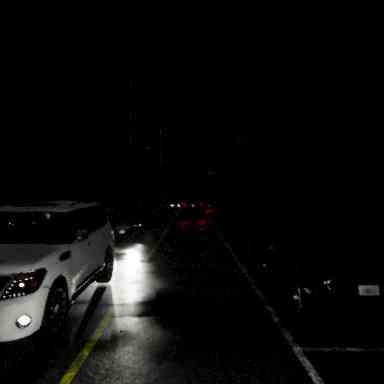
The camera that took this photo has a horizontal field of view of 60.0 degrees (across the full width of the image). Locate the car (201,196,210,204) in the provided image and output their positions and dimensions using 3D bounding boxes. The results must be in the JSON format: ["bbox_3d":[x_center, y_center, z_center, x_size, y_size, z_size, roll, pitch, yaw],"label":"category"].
[{"bbox_3d":[2.733,1.584,67.456,1.752,1.417,4.829,0,0,0],"label":"car"}]

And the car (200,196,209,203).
[{"bbox_3d":[2.730,1.631,72.742,1.947,1.339,4.313,0,0,0],"label":"car"}]

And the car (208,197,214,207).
[{"bbox_3d":[2.750,1.460,29.090,1.967,1.590,4.097,0,0,0],"label":"car"}]

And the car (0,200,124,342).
[{"bbox_3d":[-3.102,1.226,6.821,2.150,2.045,5.566,0,0,0],"label":"car"}]

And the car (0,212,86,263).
[{"bbox_3d":[-5.768,1.559,12.709,2.008,1.369,4.403,0,0,0],"label":"car"}]

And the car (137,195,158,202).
[{"bbox_3d":[-5.780,1.342,39.995,2.192,1.841,5.009,0,0,0],"label":"car"}]

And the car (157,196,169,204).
[{"bbox_3d":[-5.792,1.609,67.280,2.008,1.369,4.403,0,0,0],"label":"car"}]

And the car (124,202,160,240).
[{"bbox_3d":[-3.097,1.503,17.264,2.128,1.511,4.902,0,0,0],"label":"car"}]

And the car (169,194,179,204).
[{"bbox_3d":[-3.044,1.601,63.560,2.033,1.411,5.357,0,0,0],"label":"car"}]

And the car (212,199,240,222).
[{"bbox_3d":[2.752,1.456,23.634,1.967,1.590,4.097,0,0,0],"label":"car"}]

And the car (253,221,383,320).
[{"bbox_3d":[2.759,1.571,7.264,1.947,1.339,4.313,0,0,0],"label":"car"}]

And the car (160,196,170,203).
[{"bbox_3d":[-5.795,1.610,72.737,1.887,1.381,4.507,0,0,0],"label":"car"}]

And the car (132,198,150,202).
[{"bbox_3d":[-5.778,1.605,34.538,1.802,1.307,4.206,0,0,0],"label":"car"}]

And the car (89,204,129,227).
[{"bbox_3d":[-5.773,1.598,23.623,1.802,1.307,4.206,0,0,0],"label":"car"}]

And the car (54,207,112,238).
[{"bbox_3d":[-5.771,1.594,18.166,1.802,1.307,4.206,0,0,0],"label":"car"}]

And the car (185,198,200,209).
[{"bbox_3d":[0.080,1.598,46.873,1.994,1.385,4.181,0,0,0],"label":"car"}]

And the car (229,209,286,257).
[{"bbox_3d":[2.757,1.559,12.720,2.008,1.369,4.403,0,0,0],"label":"car"}]

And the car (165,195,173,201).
[{"bbox_3d":[-5.799,1.605,83.481,1.752,1.417,4.829,0,0,0],"label":"car"}]

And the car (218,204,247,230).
[{"bbox_3d":[2.755,1.563,18.177,2.008,1.369,4.403,0,0,0],"label":"car"}]

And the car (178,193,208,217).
[{"bbox_3d":[0.087,1.245,31.309,2.150,2.045,5.566,0,0,0],"label":"car"}]

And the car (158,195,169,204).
[{"bbox_3d":[-5.790,1.492,61.823,1.967,1.590,4.097,0,0,0],"label":"car"}]
